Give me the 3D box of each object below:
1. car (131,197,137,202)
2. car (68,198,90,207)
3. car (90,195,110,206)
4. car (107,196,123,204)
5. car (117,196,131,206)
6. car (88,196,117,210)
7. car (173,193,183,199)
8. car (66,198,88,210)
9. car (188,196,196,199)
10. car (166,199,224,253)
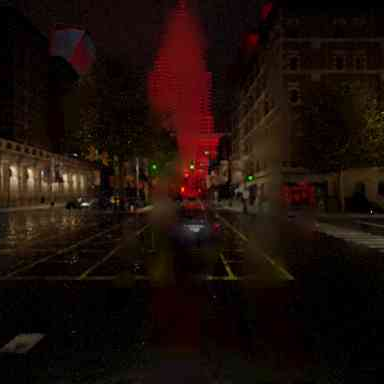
[{"bbox_3d":[-11.495,1.603,62.294,1.994,1.385,4.181,0,0,0],"label":"car"},{"bbox_3d":[-18.245,1.629,53.927,1.895,1.301,4.718,0,0,0],"label":"car"},{"bbox_3d":[-14.995,1.386,54.545,2.097,1.767,4.553,0,0,0],"label":"car"},{"bbox_3d":[-14.994,1.533,64.947,2.128,1.511,4.902,0,0,0],"label":"car"},{"bbox_3d":[-11.524,1.510,52.421,1.882,1.535,5.008,0,0,1],"label":"car"},{"bbox_3d":[-11.578,1.553,43.273,1.812,1.442,4.674,0,0,0],"label":"car"},{"bbox_3d":[-3.493,1.276,82.880,2.150,2.045,5.566,0,0,0],"label":"car"},{"bbox_3d":[-15.073,1.575,44.435,2.033,1.411,5.357,0,0,0],"label":"car"},{"bbox_3d":[0.007,1.591,82.643,2.033,1.411,5.357,0,0,0],"label":"car"},{"bbox_3d":[0.100,1.361,13.826,2.097,1.767,4.553,0,0,0],"label":"car"}]
